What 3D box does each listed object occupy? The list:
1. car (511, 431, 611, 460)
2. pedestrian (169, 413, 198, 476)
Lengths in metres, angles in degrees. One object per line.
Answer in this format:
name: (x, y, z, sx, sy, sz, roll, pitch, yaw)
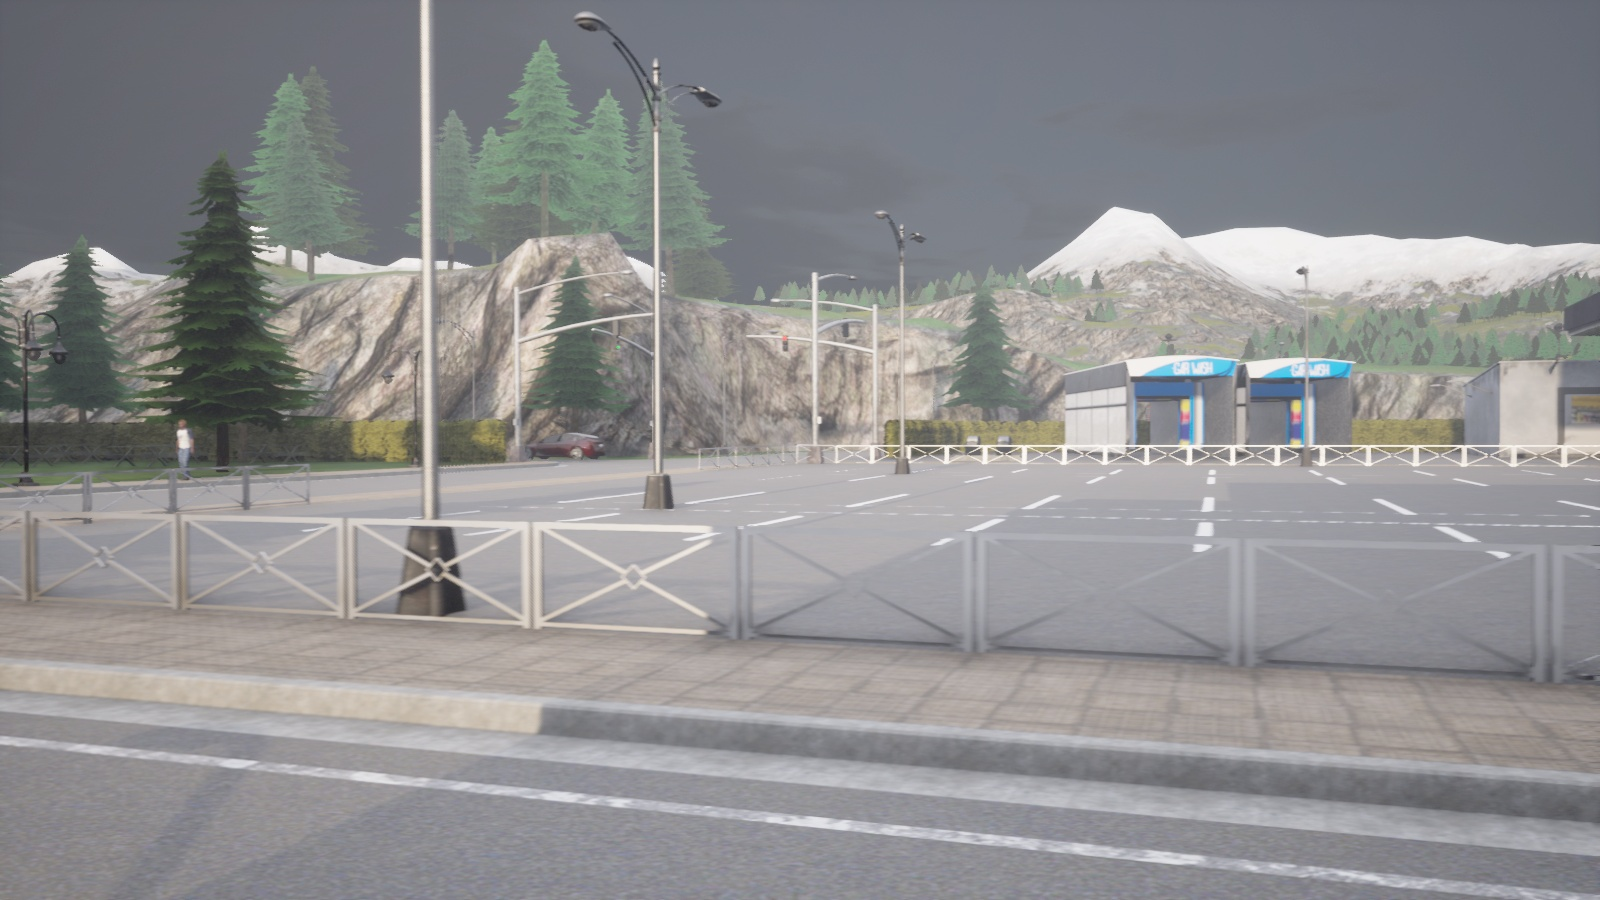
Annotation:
car: (-12.769, -0.282, 67.169, 4.792, 1.488, 2.163, 1, 1, 19)
pedestrian: (-18.089, -0.161, 36.855, 0.354, 1.836, 0.706, 0, 1, 16)
